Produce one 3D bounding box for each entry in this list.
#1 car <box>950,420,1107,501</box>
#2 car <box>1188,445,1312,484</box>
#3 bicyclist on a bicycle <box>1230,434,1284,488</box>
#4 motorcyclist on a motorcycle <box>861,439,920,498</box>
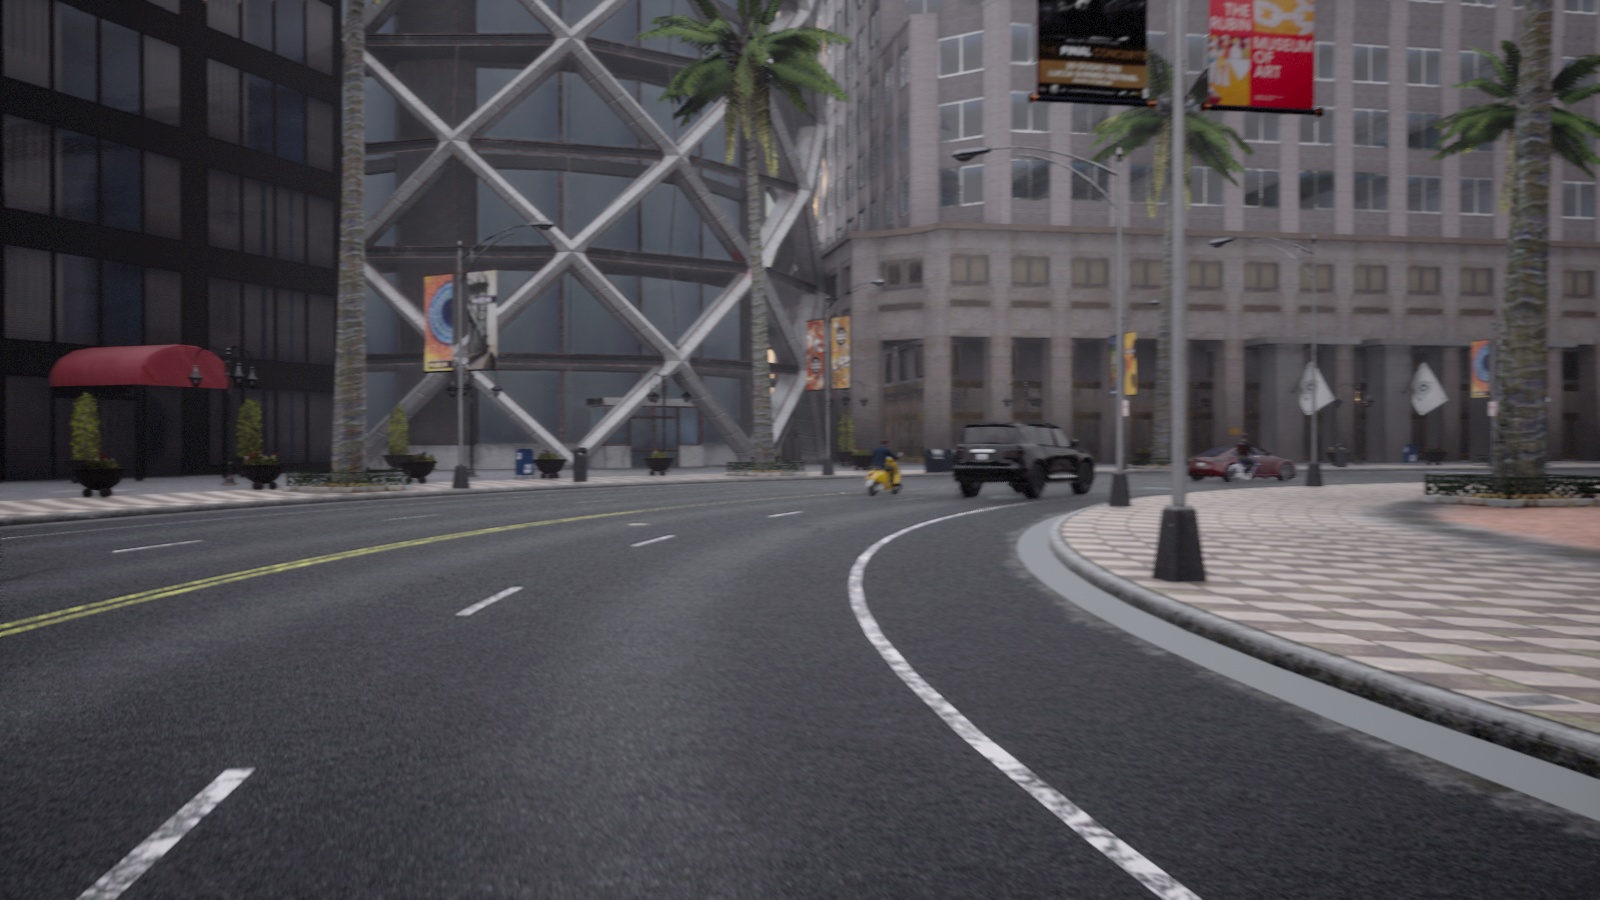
[{"bbox_3d":[6.424,0.258,34.710,2.150,2.045,5.566,0,0,35],"label":"car"},{"bbox_3d":[16.873,0.516,47.087,4.181,1.385,1.994,0,0,-25],"label":"car"},{"bbox_3d":[15.437,0.352,42.425,1.843,1.776,0.659,-1,1,-30],"label":"bicyclist on a bicycle"},{"bbox_3d":[2.557,0.496,35.250,0.866,1.590,1.817,1,1,33],"label":"motorcyclist on a motorcycle"}]
